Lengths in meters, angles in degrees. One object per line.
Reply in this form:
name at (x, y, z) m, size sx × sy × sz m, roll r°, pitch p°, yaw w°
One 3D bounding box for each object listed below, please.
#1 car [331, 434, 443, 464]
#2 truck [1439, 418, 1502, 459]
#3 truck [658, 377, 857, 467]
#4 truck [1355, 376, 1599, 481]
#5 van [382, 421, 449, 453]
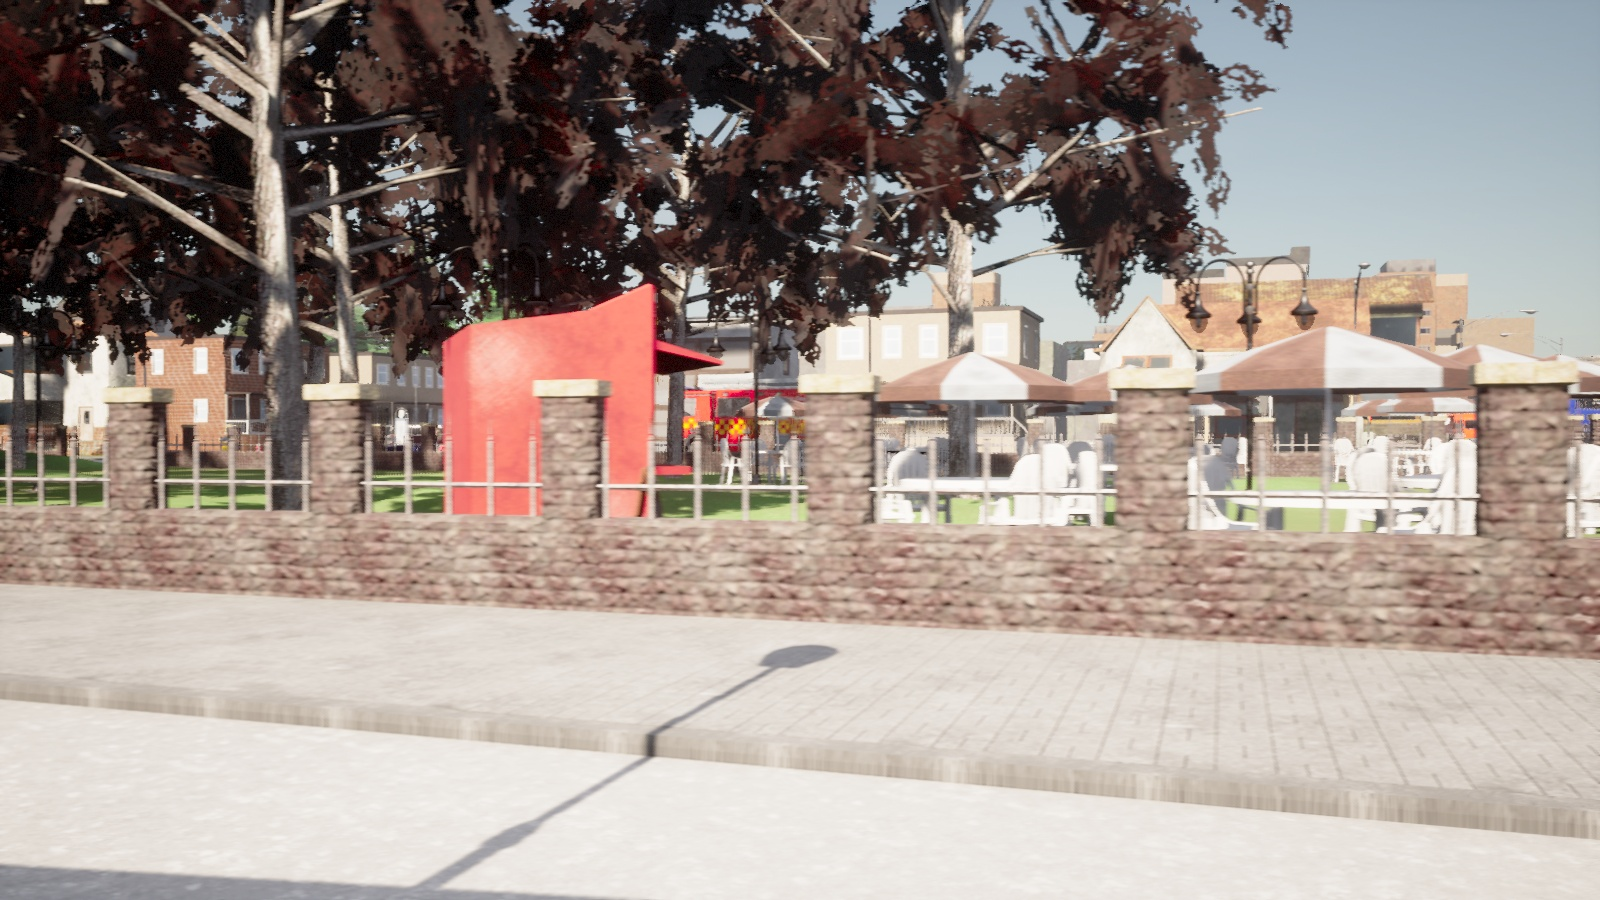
car at (-19.036, -0.072, 57.879) m, size 4.718 × 1.301 × 1.895 m, roll 1°, pitch 1°, yaw 18°
truck at (41.658, -0.755, 78.142) m, size 2.627 × 2.467 × 5.204 m, roll 1°, pitch 1°, yaw 19°
truck at (-1.910, -1.247, 56.325) m, size 8.468 × 3.827 × 2.891 m, roll 1°, pitch 1°, yaw 19°
truck at (23.802, -0.764, 43.555) m, size 7.936 × 3.462 × 2.891 m, roll 0°, pitch 1°, yaw 16°
van at (-25.664, -0.892, 84.025) m, size 2.069 × 2.038 × 4.480 m, roll 1°, pitch 1°, yaw 19°
